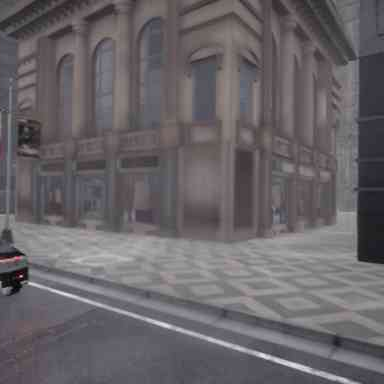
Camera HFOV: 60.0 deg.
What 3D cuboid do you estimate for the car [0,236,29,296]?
[{"bbox_3d":[-5.707,1.582,7.792,4.902,1.511,2.128,0,-1,37],"label":"car"}]
